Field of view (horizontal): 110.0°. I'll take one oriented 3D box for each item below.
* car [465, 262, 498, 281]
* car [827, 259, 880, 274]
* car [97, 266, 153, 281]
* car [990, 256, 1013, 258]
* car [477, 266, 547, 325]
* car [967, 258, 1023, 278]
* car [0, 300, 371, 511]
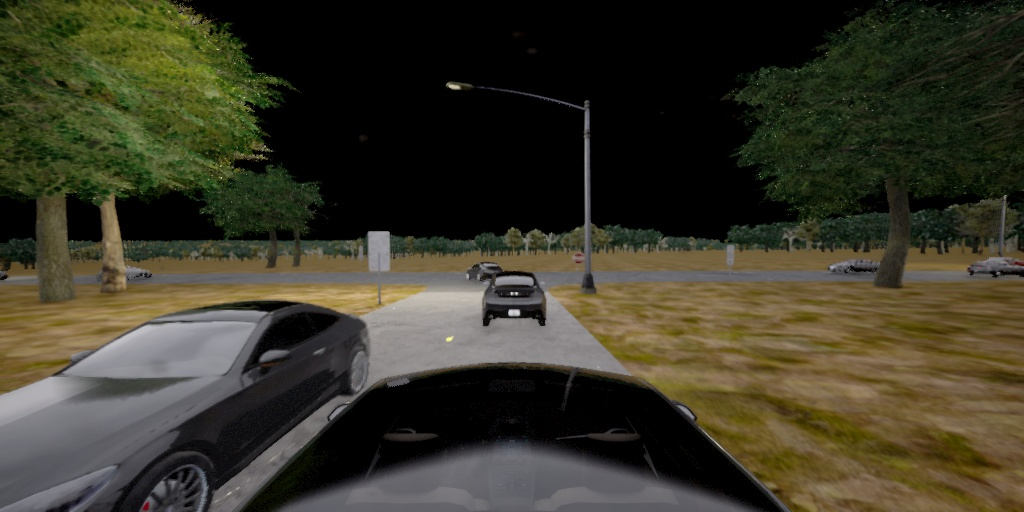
[{"bbox_3d":[-2.320,1.258,28.899,1.837,1.490,4.892,-1,-1,-25],"label":"car"},{"bbox_3d":[35.462,1.072,37.124,4.902,1.511,2.128,0,2,-3],"label":"car"},{"bbox_3d":[-37.640,1.676,34.882,4.181,1.385,1.994,-1,2,6],"label":"car"},{"bbox_3d":[51.911,0.815,38.154,5.008,1.535,1.882,0,2,-5],"label":"car"},{"bbox_3d":[0.071,1.244,11.807,1.837,1.490,4.892,0,0,0],"label":"car"},{"bbox_3d":[46.431,1.248,34.184,4.902,1.511,2.128,0,2,-5],"label":"car"},{"bbox_3d":[-3.092,1.273,3.875,1.812,1.442,4.674,0,0,0],"label":"car"}]
